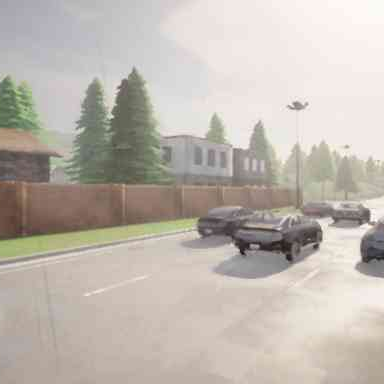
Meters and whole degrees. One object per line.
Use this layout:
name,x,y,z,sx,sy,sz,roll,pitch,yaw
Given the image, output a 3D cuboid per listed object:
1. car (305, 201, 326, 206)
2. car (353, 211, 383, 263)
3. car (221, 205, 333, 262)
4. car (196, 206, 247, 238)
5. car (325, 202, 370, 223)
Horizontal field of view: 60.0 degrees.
car,10.958,1.428,29.106,1.994,1.385,4.181,0,0,35
car,6.942,1.508,11.119,1.994,1.385,4.181,0,0,35
car,3.284,1.436,12.006,2.128,1.511,4.902,0,0,35
car,2.107,1.432,16.408,1.837,1.490,4.892,0,1,35
car,11.377,1.436,23.635,2.033,1.411,5.357,0,0,35
